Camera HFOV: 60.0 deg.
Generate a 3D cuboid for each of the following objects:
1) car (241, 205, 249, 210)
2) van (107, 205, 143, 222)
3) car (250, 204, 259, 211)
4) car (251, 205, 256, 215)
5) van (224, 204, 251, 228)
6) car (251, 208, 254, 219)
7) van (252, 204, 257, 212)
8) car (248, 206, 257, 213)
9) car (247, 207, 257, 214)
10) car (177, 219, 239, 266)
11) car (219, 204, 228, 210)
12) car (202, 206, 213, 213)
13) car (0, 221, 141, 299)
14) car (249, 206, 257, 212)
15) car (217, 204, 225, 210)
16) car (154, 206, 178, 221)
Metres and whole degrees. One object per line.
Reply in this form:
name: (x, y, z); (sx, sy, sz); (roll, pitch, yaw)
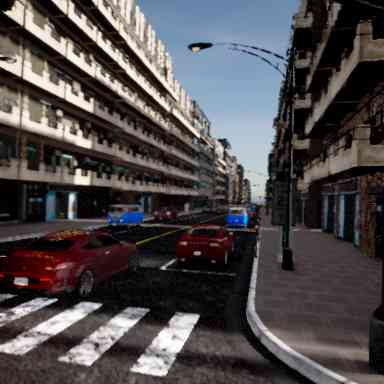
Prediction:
car: (15.001, 4.347, 94.077); (1.837, 1.490, 4.892); (2, -1, 12)
van: (-5.183, 1.878, 26.106); (1.690, 1.788, 3.998); (1, -2, 12)
car: (17.106, 4.157, 91.077); (2.192, 1.841, 5.009); (1, -2, 12)
car: (7.727, 2.969, 46.766); (1.752, 1.417, 4.829); (1, -2, 12)
van: (4.169, 2.268, 29.926); (1.690, 1.788, 3.998); (1, -2, 12)
car: (5.338, 2.678, 35.479); (1.802, 1.307, 4.206); (1, -2, 12)
van: (8.873, 2.952, 52.164); (1.690, 1.788, 3.998); (1, -2, 12)
car: (13.573, 3.854, 74.394); (1.887, 1.381, 4.507); (1, -2, 12)
car: (12.397, 3.715, 68.834); (1.802, 1.307, 4.206); (1, -2, 12)
car: (0.640, 1.966, 13.242); (1.887, 1.381, 4.507); (1, -2, 12)
car: (8.908, 4.172, 92.815); (2.008, 1.369, 4.403); (1, -2, 12)
car: (3.027, 3.320, 65.018); (1.802, 1.307, 4.206); (1, -2, 12)
car: (-2.998, 1.735, 9.045); (1.812, 1.442, 4.674); (2, -2, 12)
car: (14.749, 4.069, 79.952); (1.802, 1.307, 4.206); (1, -2, 12)
car: (7.697, 3.964, 87.090); (1.752, 1.417, 4.829); (1, -2, 12)
car: (-2.862, 2.315, 37.229); (1.967, 1.590, 4.097); (1, -2, 12)
